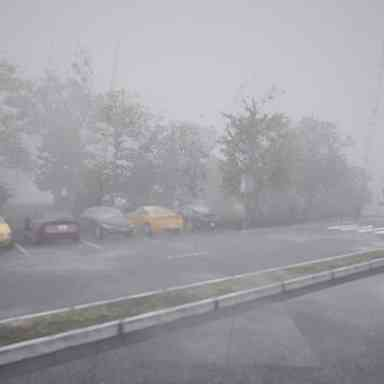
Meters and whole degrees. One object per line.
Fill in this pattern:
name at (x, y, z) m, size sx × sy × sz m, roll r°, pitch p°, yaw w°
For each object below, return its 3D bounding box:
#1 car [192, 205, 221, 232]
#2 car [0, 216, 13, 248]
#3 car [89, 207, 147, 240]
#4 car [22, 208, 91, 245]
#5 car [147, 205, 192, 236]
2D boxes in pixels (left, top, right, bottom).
car at (-0.207, 1.598, 21.069) m, size 2.231 × 1.521 × 4.892 m, roll 0°, pitch 0°, yaw -35°
car at (-9.082, 1.532, 14.535) m, size 1.946 × 1.575 × 5.366 m, roll 1°, pitch 0°, yaw -35°
car at (-4.703, 1.572, 17.886) m, size 2.231 × 1.521 × 4.892 m, roll 0°, pitch 0°, yaw -35°
car at (-6.957, 1.585, 16.310) m, size 2.163 × 1.488 × 4.792 m, roll 1°, pitch 0°, yaw -35°
car at (-2.453, 1.585, 19.473) m, size 2.097 × 1.535 × 5.008 m, roll 0°, pitch 0°, yaw -35°
